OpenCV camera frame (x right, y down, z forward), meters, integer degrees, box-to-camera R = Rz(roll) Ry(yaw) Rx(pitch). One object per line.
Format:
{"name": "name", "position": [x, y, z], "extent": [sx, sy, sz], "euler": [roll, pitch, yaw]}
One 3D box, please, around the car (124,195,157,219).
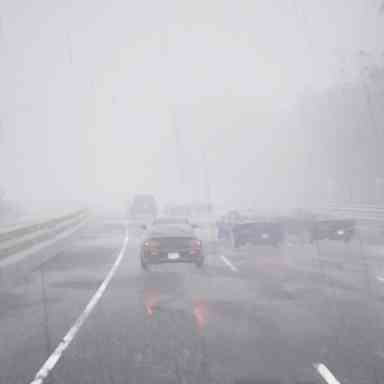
{"name": "car", "position": [-4.593, 1.257, 29.980], "extent": [2.150, 2.045, 5.566], "euler": [0, 0, -16]}

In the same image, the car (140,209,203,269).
{"name": "car", "position": [-0.744, 1.536, 11.147], "extent": [1.812, 1.442, 4.674], "euler": [0, 0, -6]}

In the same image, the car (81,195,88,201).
{"name": "car", "position": [-29.225, 1.642, 90.599], "extent": [1.882, 1.535, 5.008], "euler": [0, 0, -17]}

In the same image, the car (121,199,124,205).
{"name": "car", "position": [-11.545, 1.649, 60.780], "extent": [1.994, 1.385, 4.181], "euler": [0, 0, -32]}

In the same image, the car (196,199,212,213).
{"name": "car", "position": [0.607, 1.500, 36.252], "extent": [1.882, 1.535, 5.008], "euler": [0, 0, -20]}

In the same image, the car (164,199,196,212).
{"name": "car", "position": [-1.385, 1.550, 31.338], "extent": [1.812, 1.442, 4.674], "euler": [0, 0, -17]}

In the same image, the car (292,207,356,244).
{"name": "car", "position": [5.649, 1.467, 15.921], "extent": [1.882, 1.535, 5.008], "euler": [0, 0, -9]}

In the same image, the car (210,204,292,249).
{"name": "car", "position": [2.331, 1.478, 14.599], "extent": [1.882, 1.535, 5.008], "euler": [0, 0, -8]}
